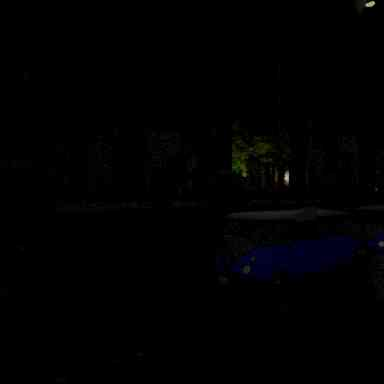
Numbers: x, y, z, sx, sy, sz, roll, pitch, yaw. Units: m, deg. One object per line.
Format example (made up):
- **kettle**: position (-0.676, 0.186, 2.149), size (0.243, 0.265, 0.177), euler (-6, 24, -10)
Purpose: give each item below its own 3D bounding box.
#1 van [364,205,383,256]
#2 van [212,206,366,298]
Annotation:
- **van**: position (6.970, 1.338, 11.525), size (3.998, 1.788, 1.690), euler (0, 0, -36)
- **van**: position (2.368, 1.340, 8.234), size (3.998, 1.788, 1.690), euler (0, 0, -36)
